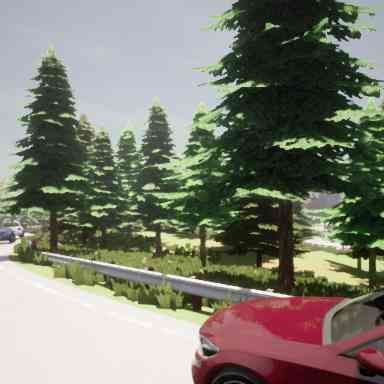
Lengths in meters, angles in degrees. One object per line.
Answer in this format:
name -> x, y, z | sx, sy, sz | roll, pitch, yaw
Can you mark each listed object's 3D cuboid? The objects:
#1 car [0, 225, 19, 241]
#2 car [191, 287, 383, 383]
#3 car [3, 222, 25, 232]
car -> -17.333, 3.984, 30.437 | 1.812, 1.442, 4.674 | 0, -5, -23
car -> 2.212, 1.528, 2.815 | 4.674, 1.442, 1.812 | 0, 0, 32
car -> -21.470, 4.632, 39.924 | 2.150, 2.045, 5.566 | 0, -5, -24
